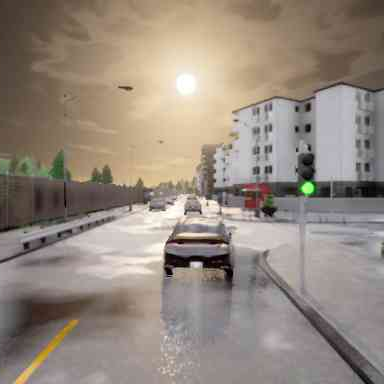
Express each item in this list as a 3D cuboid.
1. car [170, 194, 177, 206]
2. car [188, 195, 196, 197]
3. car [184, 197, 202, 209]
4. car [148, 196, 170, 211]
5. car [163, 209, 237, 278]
[{"bbox_3d":[-4.057,1.565,55.722,2.033,1.411,5.357,0,0,0],"label":"car"},{"bbox_3d":[0.000,1.374,66.083,2.097,1.767,4.553,0,0,0],"label":"car"},{"bbox_3d":[0.101,1.559,35.638,2.033,1.411,5.357,0,0,0],"label":"car"},{"bbox_3d":[-4.091,1.515,40.379,1.837,1.490,4.892,0,1,0],"label":"car"},{"bbox_3d":[0.346,1.496,10.242,2.128,1.511,4.902,0,0,6],"label":"car"}]
